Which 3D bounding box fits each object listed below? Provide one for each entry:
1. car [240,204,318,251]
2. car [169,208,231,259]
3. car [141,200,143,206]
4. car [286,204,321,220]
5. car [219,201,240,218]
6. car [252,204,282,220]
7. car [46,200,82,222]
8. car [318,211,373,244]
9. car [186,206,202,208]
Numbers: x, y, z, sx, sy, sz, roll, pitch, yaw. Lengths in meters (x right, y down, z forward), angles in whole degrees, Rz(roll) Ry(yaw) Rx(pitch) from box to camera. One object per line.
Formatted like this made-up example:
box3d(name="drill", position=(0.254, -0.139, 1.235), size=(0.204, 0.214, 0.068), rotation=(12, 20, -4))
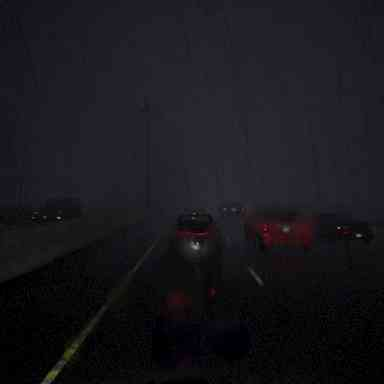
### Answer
box3d(name="car", position=(3.632, 1.492, 14.910), size=(2.097, 1.767, 4.553), rotation=(0, -1, 0))
box3d(name="car", position=(0.124, 1.614, 13.214), size=(2.128, 1.511, 4.902), rotation=(0, -1, 0))
box3d(name="car", position=(-10.312, 2.489, 69.192), size=(2.128, 1.511, 4.902), rotation=(0, -2, 0))
box3d(name="car", position=(10.682, 1.867, 32.073), size=(1.994, 1.385, 4.181), rotation=(0, -1, 0))
box3d(name="car", position=(3.679, 1.643, 31.286), size=(2.097, 1.767, 4.553), rotation=(0, -1, 0))
box3d(name="car", position=(7.182, 1.866, 32.186), size=(1.994, 1.385, 4.181), rotation=(0, -1, 0))
box3d(name="car", position=(-10.530, 1.458, 26.575), size=(2.150, 2.045, 5.566), rotation=(0, -1, 0))
box3d(name="car", position=(7.139, 1.684, 16.526), size=(1.812, 1.442, 4.674), rotation=(0, -1, 0))
box3d(name="car", position=(0.175, 1.875, 29.782), size=(1.895, 1.301, 4.718), rotation=(0, -1, 0))
